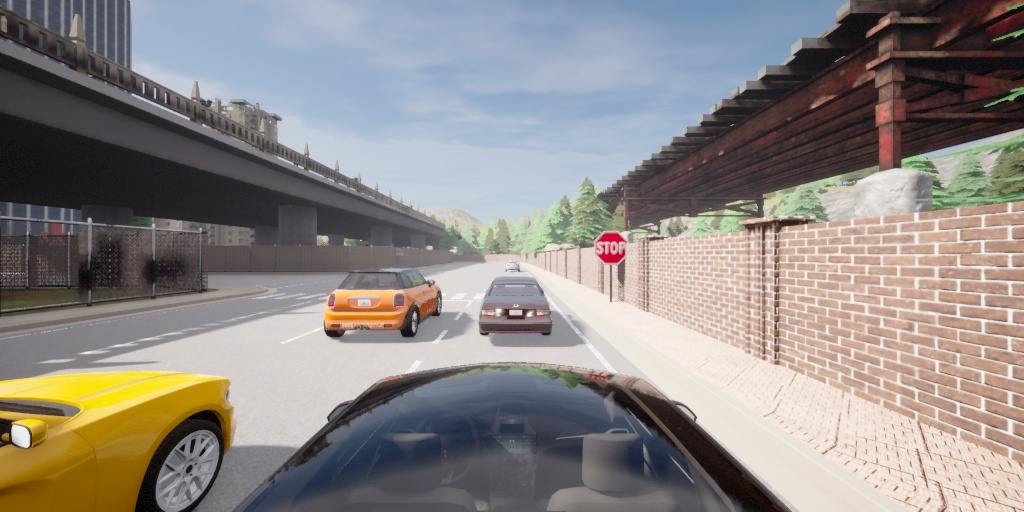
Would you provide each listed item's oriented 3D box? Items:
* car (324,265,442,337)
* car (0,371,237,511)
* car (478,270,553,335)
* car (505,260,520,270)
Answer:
[{"bbox_3d":[-3.419,1.102,10.413,2.097,1.767,4.553,0,0,0],"label":"car"},{"bbox_3d":[-3.397,1.228,1.155,1.882,1.535,5.008,0,0,0],"label":"car"},{"bbox_3d":[0.082,1.297,10.434,2.033,1.411,5.357,0,0,0],"label":"car"},{"bbox_3d":[0.085,1.276,46.303,1.812,1.442,4.674,0,0,-1],"label":"car"}]
